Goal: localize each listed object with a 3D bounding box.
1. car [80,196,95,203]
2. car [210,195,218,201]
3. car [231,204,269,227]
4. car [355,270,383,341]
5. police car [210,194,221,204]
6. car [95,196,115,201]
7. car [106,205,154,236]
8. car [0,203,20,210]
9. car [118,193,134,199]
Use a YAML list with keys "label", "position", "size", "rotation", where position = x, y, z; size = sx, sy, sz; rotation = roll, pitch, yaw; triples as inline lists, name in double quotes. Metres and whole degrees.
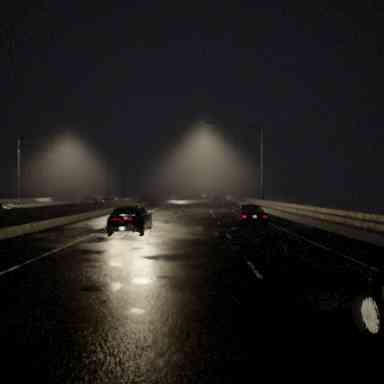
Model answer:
- label: "car"
  position: [-19.802, 1.472, 63.797]
  size: [1.882, 1.535, 5.008]
  rotation: [0, 0, 2]
- label: "car"
  position: [5.795, 1.519, 87.849]
  size: [1.801, 1.575, 5.366]
  rotation: [0, 0, 3]
- label: "car"
  position: [3.760, 1.520, 22.215]
  size: [2.033, 1.411, 5.357]
  rotation: [0, 0, 1]
- label: "car"
  position: [3.613, 1.497, 3.572]
  size: [1.837, 1.490, 4.892]
  rotation: [0, 0, 0]
- label: "police car"
  position: [4.802, 1.427, 65.946]
  size: [1.930, 1.638, 5.238]
  rotation: [0, 0, 2]
- label: "car"
  position: [-16.293, 1.501, 64.080]
  size: [2.128, 1.511, 4.902]
  rotation: [0, 0, 2]
- label: "car"
  position: [-3.287, 1.476, 18.164]
  size: [1.837, 1.490, 4.892]
  rotation: [0, 0, 1]
- label: "car"
  position: [-13.918, 1.520, 23.868]
  size: [2.033, 1.411, 5.357]
  rotation: [0, 0, 1]
- label: "car"
  position: [-12.763, 1.219, 64.668]
  size: [2.150, 2.045, 5.566]
  rotation: [0, 0, 2]
